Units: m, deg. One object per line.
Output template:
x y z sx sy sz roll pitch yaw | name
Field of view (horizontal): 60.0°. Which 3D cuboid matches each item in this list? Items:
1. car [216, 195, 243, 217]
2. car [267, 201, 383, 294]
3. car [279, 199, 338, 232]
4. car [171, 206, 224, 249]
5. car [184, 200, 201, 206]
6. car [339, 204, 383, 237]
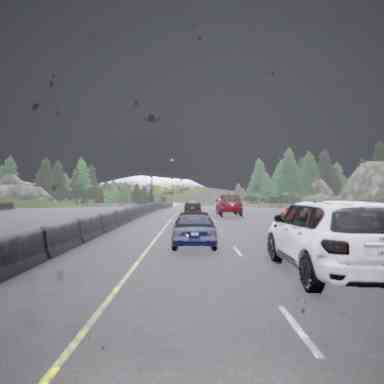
3.582 1.299 32.492 2.150 2.045 5.566 0 -1 0 | car
3.610 1.237 8.951 2.150 2.045 5.566 0 0 0 | car
7.096 1.387 20.888 2.097 1.767 4.553 0 0 0 | car
0.097 1.572 14.528 2.033 1.411 5.357 0 0 0 | car
0.093 1.615 38.401 1.882 1.535 5.008 0 -1 0 | car
10.596 1.537 19.424 1.837 1.490 4.892 0 0 0 | car
